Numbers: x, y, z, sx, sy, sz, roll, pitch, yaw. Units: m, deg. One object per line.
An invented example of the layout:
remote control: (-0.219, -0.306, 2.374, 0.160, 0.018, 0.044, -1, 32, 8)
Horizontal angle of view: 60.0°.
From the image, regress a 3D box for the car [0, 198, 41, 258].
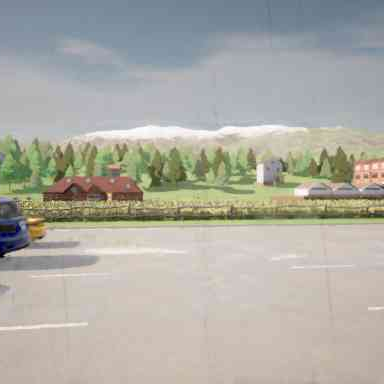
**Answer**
car: (-7.980, 1.217, 10.173, 5.566, 2.045, 2.150, 0, 0, -8)

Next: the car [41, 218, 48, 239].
car: (-8.635, 1.472, 13.616, 5.008, 1.535, 1.882, 0, 0, -8)
